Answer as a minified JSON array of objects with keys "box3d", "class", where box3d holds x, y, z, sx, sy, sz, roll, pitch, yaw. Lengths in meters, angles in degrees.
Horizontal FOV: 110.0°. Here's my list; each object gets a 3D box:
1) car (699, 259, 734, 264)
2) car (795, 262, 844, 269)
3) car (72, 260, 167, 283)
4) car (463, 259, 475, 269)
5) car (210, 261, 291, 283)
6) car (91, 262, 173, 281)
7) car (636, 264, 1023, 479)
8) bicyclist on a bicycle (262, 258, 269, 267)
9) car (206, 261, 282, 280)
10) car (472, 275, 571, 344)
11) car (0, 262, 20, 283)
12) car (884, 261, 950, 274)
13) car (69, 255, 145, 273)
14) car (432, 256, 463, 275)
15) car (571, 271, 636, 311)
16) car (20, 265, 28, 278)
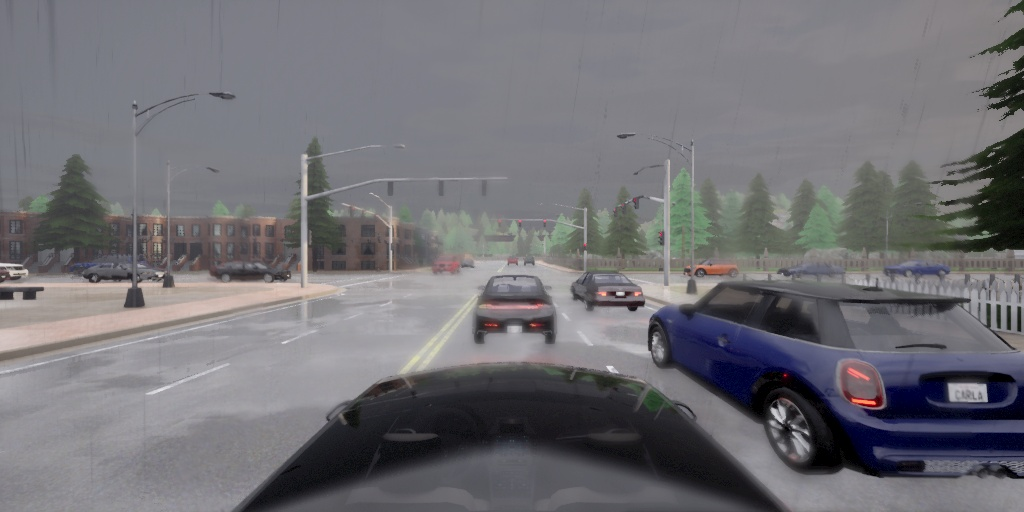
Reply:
[{"box3d":[18.764,1.102,33.963,4.553,1.767,2.097,0,0,0],"class":"car"},{"box3d":[28.289,1.297,33.933,5.357,1.411,2.033,0,0,1],"class":"car"},{"box3d":[-29.007,1.241,26.946,4.902,1.511,2.128,0,0,-4],"class":"car"},{"box3d":[-6.989,1.255,57.088,1.837,1.490,4.892,0,0,0],"class":"car"},{"box3d":[-19.510,1.227,27.219,5.008,1.535,1.882,0,0,-1],"class":"car"},{"box3d":[-31.917,1.275,30.224,4.674,1.442,1.812,0,0,-7],"class":"car"},{"box3d":[3.607,1.102,4.958,2.097,1.767,4.553,0,0,0],"class":"car"},{"box3d":[-28.748,1.053,41.670,0.582,1.620,1.656,0,0,-1],"class":"bicyclist on a bicycle"},{"box3d":[-22.820,1.227,30.656,5.008,1.535,1.882,0,0,-1],"class":"car"},{"box3d":[0.076,1.241,9.549,2.128,1.511,4.902,0,0,1],"class":"car"},{"box3d":[-39.175,1.227,25.224,5.008,1.535,1.882,0,0,-18],"class":"car"},{"box3d":[38.167,1.227,33.901,5.008,1.535,1.882,0,0,0],"class":"car"},{"box3d":[-40.340,0.971,36.043,5.566,2.045,2.150,0,0,-14],"class":"car"},{"box3d":[-7.033,0.973,38.752,2.150,2.045,5.566,0,0,0],"class":"car"},{"box3d":[3.606,1.297,14.376,2.033,1.411,5.357,0,0,0],"class":"car"},{"box3d":[-42.179,0.971,27.894,5.566,2.045,2.150,0,0,-21],"class":"car"}]
